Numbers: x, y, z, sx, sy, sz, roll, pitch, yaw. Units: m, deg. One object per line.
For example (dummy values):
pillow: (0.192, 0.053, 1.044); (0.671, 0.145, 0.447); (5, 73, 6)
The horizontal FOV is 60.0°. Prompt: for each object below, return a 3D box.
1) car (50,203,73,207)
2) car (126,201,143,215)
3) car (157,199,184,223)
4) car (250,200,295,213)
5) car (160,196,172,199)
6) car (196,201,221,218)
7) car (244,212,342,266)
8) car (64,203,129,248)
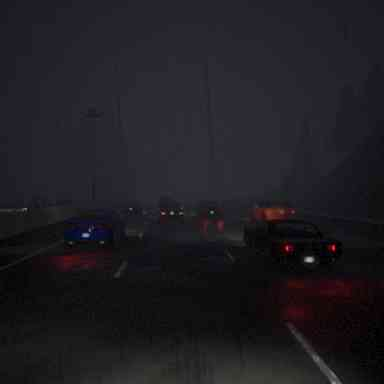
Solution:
car: (-18.044, 1.581, 46.856); (1.895, 1.301, 4.718); (0, 0, -6)
car: (-5.909, 1.539, 32.998); (1.994, 1.385, 4.181); (0, 0, -6)
car: (-1.647, 1.524, 25.656); (2.033, 1.411, 5.357); (0, 0, -6)
car: (5.577, 1.320, 23.521); (2.097, 1.767, 4.553); (0, 0, -5)
car: (-3.284, 1.314, 41.844); (2.097, 1.767, 4.553); (0, 0, -6)
car: (1.438, 1.493, 29.908); (1.812, 1.442, 4.674); (0, 0, -6)
car: (3.118, 1.585, 11.455); (1.895, 1.301, 4.718); (0, 0, -4)
car: (-4.176, 1.469, 14.930); (1.882, 1.535, 5.008); (0, 0, -4)
